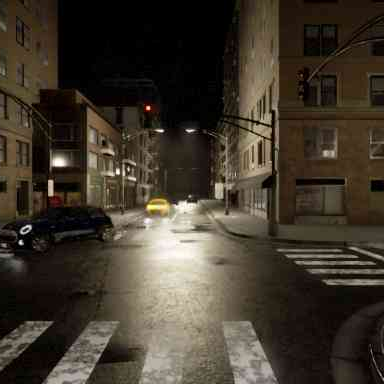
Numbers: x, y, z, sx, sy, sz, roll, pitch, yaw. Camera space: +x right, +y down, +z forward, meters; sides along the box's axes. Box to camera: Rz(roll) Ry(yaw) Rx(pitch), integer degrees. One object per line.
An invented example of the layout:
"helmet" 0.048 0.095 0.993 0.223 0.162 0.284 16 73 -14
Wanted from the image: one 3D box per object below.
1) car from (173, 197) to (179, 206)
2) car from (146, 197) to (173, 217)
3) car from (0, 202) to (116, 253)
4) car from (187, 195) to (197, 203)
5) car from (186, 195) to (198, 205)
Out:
"car" -3.111 1.514 53.649 2.033 1.411 5.357 0 0 0
"car" -3.133 1.463 31.196 1.882 1.535 5.008 0 0 0
"car" -5.454 1.347 13.847 2.097 1.767 4.553 -1 0 36
"car" 0.017 1.446 69.629 2.128 1.511 4.902 0 0 0
"car" 0.031 1.454 59.266 2.128 1.511 4.902 0 0 0
